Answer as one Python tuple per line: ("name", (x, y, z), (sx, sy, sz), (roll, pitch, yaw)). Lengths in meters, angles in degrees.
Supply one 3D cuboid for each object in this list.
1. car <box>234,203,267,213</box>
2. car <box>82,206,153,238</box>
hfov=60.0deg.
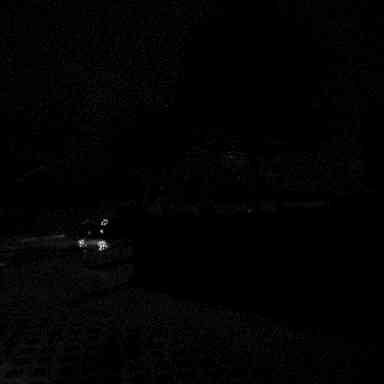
("car", (6.129, 1.965, 34.711), (2.097, 1.767, 4.553), (-1, -2, 36))
("car", (-4.288, 1.680, 19.901), (2.097, 1.767, 4.553), (-1, -2, 35))
